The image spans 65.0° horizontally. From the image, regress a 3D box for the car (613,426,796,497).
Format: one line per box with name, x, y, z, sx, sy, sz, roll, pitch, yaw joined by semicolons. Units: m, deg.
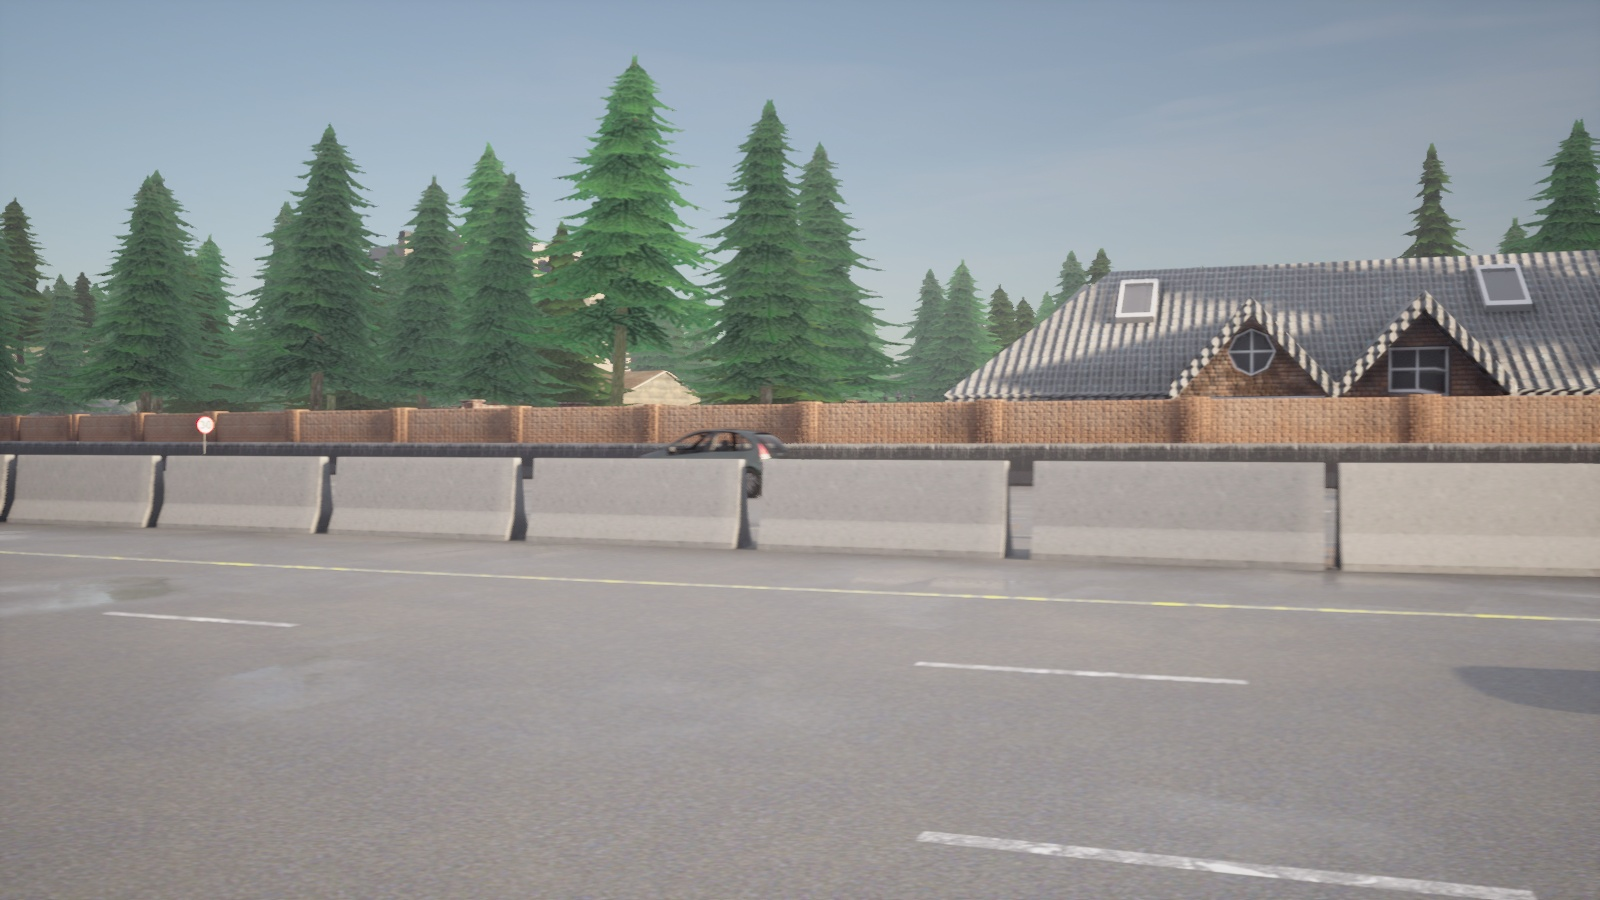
car;-2.286;0.242;30.199;3.988;1.617;1.851;1;1;23
